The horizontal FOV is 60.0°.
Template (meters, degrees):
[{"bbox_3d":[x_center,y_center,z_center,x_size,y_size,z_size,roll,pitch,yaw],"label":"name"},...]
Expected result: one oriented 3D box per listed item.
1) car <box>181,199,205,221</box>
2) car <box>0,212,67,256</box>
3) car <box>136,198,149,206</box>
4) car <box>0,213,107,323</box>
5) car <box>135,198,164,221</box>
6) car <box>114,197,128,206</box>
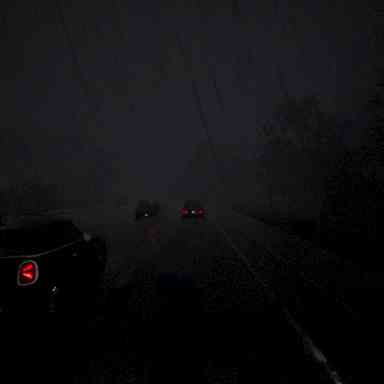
[{"bbox_3d":[0.085,1.568,27.655,2.033,1.411,5.357,0,0,0],"label":"car"},{"bbox_3d":[-7.101,1.611,14.029,1.895,1.301,4.718,0,0,0],"label":"car"},{"bbox_3d":[-8.186,1.639,55.610,1.895,1.301,4.718,0,0,-5],"label":"car"},{"bbox_3d":[-3.400,1.357,7.363,2.097,1.767,4.553,0,0,0],"label":"car"},{"bbox_3d":[-3.415,1.511,27.178,2.128,1.511,4.902,0,0,0],"label":"car"},{"bbox_3d":[-11.655,1.539,55.107,1.837,1.490,4.892,0,0,-5],"label":"car"}]
